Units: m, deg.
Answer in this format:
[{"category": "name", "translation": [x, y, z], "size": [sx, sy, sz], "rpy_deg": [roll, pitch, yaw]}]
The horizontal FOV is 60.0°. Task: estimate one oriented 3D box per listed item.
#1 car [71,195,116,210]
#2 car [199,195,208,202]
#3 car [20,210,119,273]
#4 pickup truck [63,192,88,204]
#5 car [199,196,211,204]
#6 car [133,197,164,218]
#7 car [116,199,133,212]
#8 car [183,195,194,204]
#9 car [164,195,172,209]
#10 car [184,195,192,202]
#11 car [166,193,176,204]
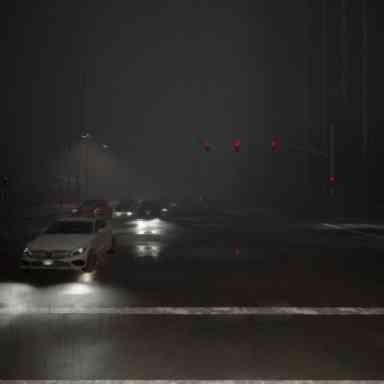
[{"category": "car", "translation": [-7.494, 1.351, 25.260], "size": [2.097, 1.767, 4.553], "rpy_deg": [0, 0, -1]}, {"category": "car", "translation": [2.559, 1.524, 75.212], "size": [1.812, 1.442, 4.674], "rpy_deg": [0, 0, -1]}, {"category": "car", "translation": [-3.715, 1.526, 10.812], "size": [1.812, 1.442, 4.674], "rpy_deg": [0, 0, -1]}, {"category": "pickup truck", "translation": [-20.915, 1.059, 60.050], "size": [2.390, 2.098, 6.274], "rpy_deg": [0, 0, 30]}, {"category": "car", "translation": [2.760, 1.491, 64.828], "size": [2.128, 1.511, 4.902], "rpy_deg": [0, 0, -1]}, {"category": "car", "translation": [-3.825, 1.491, 29.959], "size": [2.128, 1.511, 4.902], "rpy_deg": [0, 0, -4]}, {"category": "car", "translation": [-7.691, 1.547, 39.576], "size": [2.033, 1.411, 5.357], "rpy_deg": [0, 0, -1]}, {"category": "car", "translation": [-0.746, 1.352, 65.413], "size": [2.097, 1.767, 4.553], "rpy_deg": [0, 0, -1]}, {"category": "car", "translation": [-4.252, 1.548, 46.292], "size": [2.033, 1.411, 5.357], "rpy_deg": [0, 0, -1]}, {"category": "car", "translation": [-0.944, 1.478, 75.417], "size": [1.882, 1.535, 5.008], "rpy_deg": [0, 0, -1]}, {"category": "car", "translation": [-4.376, 1.224, 66.368], "size": [2.150, 2.045, 5.566], "rpy_deg": [0, 0, 0]}]
